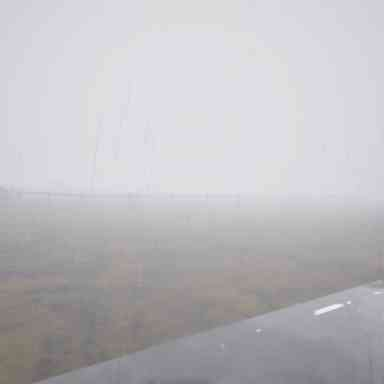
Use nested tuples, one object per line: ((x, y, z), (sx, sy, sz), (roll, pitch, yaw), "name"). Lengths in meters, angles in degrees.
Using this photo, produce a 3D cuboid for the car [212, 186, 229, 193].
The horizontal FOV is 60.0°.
((6.949, -0.592, 80.599), (1.837, 1.490, 4.892), (2, 1, -36), "car")
